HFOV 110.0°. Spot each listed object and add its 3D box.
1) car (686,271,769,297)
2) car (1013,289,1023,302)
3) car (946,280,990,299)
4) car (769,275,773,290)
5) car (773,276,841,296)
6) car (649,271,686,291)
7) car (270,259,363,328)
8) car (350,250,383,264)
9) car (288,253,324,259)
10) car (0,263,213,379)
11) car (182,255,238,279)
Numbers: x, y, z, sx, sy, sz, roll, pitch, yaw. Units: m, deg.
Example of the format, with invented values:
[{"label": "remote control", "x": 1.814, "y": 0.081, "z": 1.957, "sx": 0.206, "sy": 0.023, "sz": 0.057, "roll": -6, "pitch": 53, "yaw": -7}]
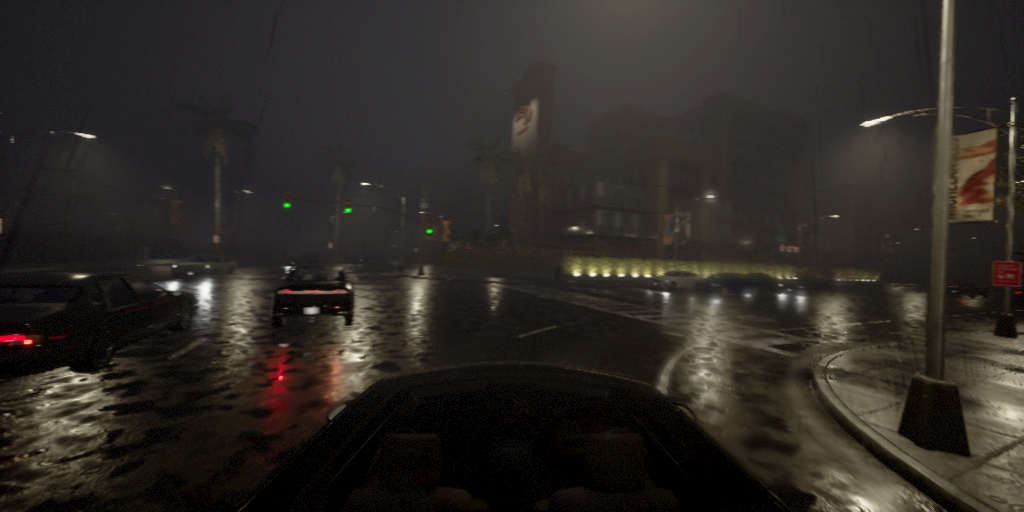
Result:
[{"label": "car", "x": 14.317, "y": 1.835, "z": 23.812, "sx": 5.008, "sy": 1.535, "sz": 1.882, "roll": 2, "pitch": 0, "yaw": -25}, {"label": "car", "x": 42.740, "y": 3.069, "z": 28.543, "sx": 5.357, "sy": 1.411, "sz": 2.033, "roll": 2, "pitch": 0, "yaw": -15}, {"label": "car", "x": 40.025, "y": 2.906, "z": 31.639, "sx": 4.902, "sy": 1.511, "sz": 2.128, "roll": 2, "pitch": 0, "yaw": -24}, {"label": "car", "x": 20.693, "y": 2.150, "z": 30.586, "sx": 4.674, "sy": 1.442, "sz": 1.812, "roll": 2, "pitch": 0, "yaw": -25}, {"label": "car", "x": 23.238, "y": 2.273, "z": 27.907, "sx": 5.357, "sy": 1.411, "sz": 2.033, "roll": 2, "pitch": 0, "yaw": -24}, {"label": "car", "x": 12.429, "y": 1.809, "z": 26.775, "sx": 4.674, "sy": 1.442, "sz": 1.812, "roll": 2, "pitch": 0, "yaw": -25}, {"label": "car", "x": -5.615, "y": 1.021, "z": 10.505, "sx": 2.128, "sy": 1.511, "sz": 4.902, "roll": 2, "pitch": 0, "yaw": -24}, {"label": "car", "x": -21.583, "y": 0.146, "z": 53.520, "sx": 2.150, "sy": 2.045, "sz": 5.566, "roll": 2, "pitch": 0, "yaw": 16}, {"label": "car", "x": -23.102, "y": 0.395, "z": 40.324, "sx": 2.033, "sy": 1.411, "sz": 5.357, "roll": 2, "pitch": 0, "yaw": -2}, {"label": "car", "x": -7.567, "y": 0.993, "z": 6.310, "sx": 2.033, "sy": 1.411, "sz": 5.357, "roll": 2, "pitch": 0, "yaw": -24}, {"label": "car", "x": -18.344, "y": 0.623, "z": 21.590, "sx": 1.895, "sy": 1.301, "sz": 4.718, "roll": 2, "pitch": 0, "yaw": -23}]
